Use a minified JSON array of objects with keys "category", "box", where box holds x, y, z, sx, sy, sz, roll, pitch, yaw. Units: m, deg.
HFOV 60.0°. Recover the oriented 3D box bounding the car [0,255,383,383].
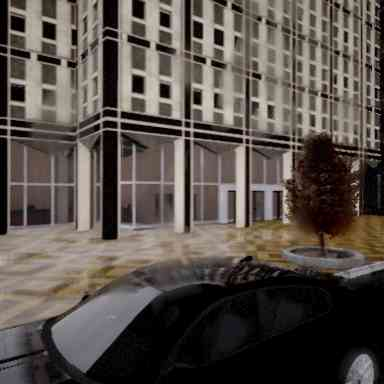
[{"category":"car","box":[-0.042,1.474,3.227,5.008,1.535,1.882,0,0,-35]}]
